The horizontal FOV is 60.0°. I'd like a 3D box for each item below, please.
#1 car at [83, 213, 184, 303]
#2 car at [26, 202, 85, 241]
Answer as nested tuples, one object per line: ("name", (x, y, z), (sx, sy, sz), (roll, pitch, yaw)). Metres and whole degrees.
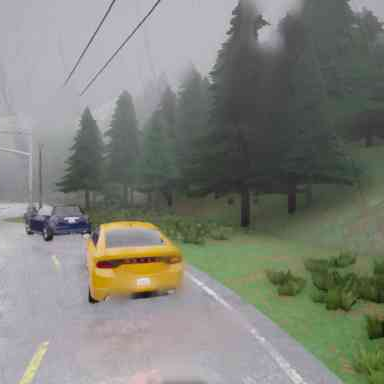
("car", (-1.672, 1.486, 8.423), (1.882, 1.535, 5.008), (0, 0, -19))
("car", (-6.939, 1.369, 17.071), (2.097, 1.767, 4.553), (0, 0, -40))
